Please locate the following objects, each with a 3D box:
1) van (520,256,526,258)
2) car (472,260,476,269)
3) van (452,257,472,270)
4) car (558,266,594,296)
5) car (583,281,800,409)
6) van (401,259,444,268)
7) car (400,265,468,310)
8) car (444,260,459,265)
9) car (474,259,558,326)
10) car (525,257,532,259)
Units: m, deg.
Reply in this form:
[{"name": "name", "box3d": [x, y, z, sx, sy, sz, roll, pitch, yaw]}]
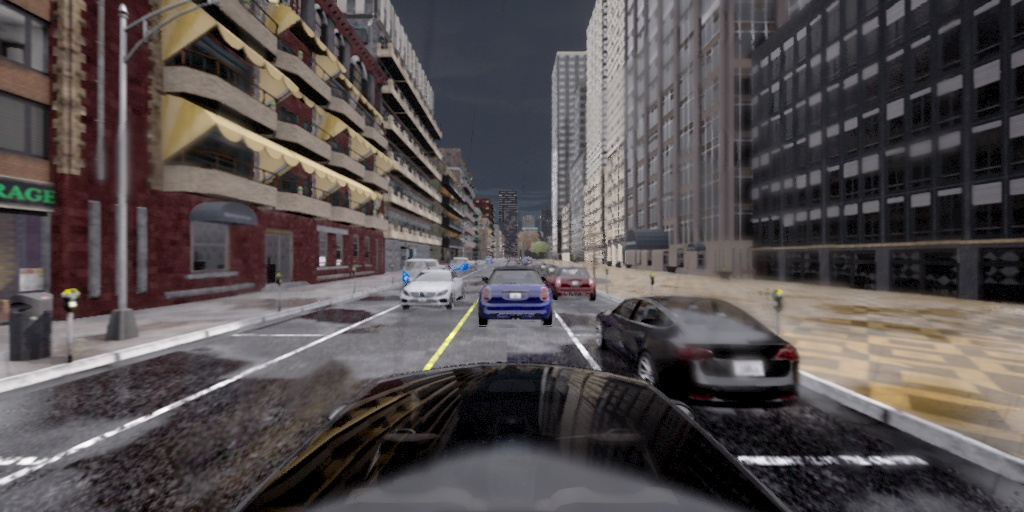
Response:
[{"name": "van", "box3d": [2.669, 1.038, 61.381, 1.690, 1.789, 3.998, 0, 0, 0]}, {"name": "car", "box3d": [-5.708, 1.251, 50.332, 2.007, 1.370, 4.403, 0, 0, 0]}, {"name": "van", "box3d": [-5.704, 1.048, 39.287, 1.690, 1.789, 3.998, 0, 0, 0]}, {"name": "car", "box3d": [2.685, 1.170, 17.198, 1.967, 1.591, 4.097, 0, 0, 0]}, {"name": "car", "box3d": [2.689, 1.309, 6.153, 1.948, 1.339, 4.313, 0, 0, 0]}, {"name": "van", "box3d": [-5.698, 1.065, 22.720, 1.690, 1.789, 3.998, 0, 0, 0]}, {"name": "car", "box3d": [-3.116, 1.259, 14.806, 1.812, 1.442, 4.674, 0, 0, 0]}, {"name": "car", "box3d": [-5.700, 1.263, 28.242, 1.888, 1.381, 4.507, 0, 0, 0]}, {"name": "car", "box3d": [0.066, 1.088, 11.777, 2.097, 1.767, 4.553, 0, 0, -1]}, {"name": "car", "box3d": [2.677, 1.147, 39.289, 1.967, 1.591, 4.097, 0, 0, 0]}]
